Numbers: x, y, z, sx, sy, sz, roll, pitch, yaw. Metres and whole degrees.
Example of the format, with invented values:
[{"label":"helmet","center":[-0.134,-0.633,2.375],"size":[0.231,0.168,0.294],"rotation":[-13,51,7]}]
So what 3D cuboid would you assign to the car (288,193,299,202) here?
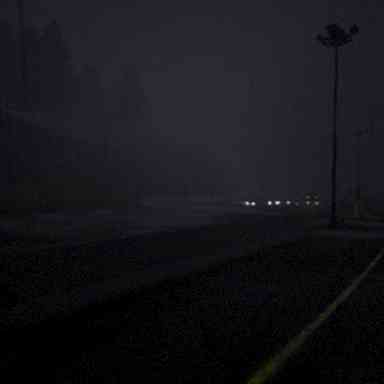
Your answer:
[{"label":"car","center":[19.687,1.020,64.585],"size":[1.882,1.535,5.008],"rotation":[1,1,19]}]

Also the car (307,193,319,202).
[{"label":"car","center":[23.139,0.956,63.864],"size":[2.097,1.767,4.553],"rotation":[1,1,18]}]

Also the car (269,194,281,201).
[{"label":"car","center":[16.470,1.076,65.980],"size":[1.895,1.301,4.718],"rotation":[1,1,18]}]

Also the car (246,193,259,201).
[{"label":"car","center":[11.242,0.935,61.816],"size":[2.128,1.511,4.902],"rotation":[1,1,21]}]
